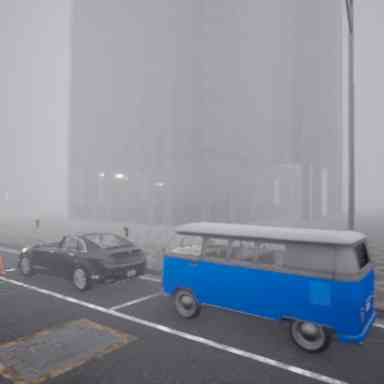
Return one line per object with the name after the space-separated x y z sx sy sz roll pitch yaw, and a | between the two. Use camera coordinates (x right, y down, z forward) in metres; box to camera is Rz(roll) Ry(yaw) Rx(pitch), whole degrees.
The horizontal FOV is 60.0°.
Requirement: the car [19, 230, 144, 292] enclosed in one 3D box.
-3.246 1.774 9.474 4.403 1.369 2.008 -1 -2 37 | car

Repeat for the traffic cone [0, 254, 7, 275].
-5.811 2.173 10.063 0.340 0.580 0.340 -1 -2 36 | traffic cone

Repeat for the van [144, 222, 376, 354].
1.197 1.515 6.193 3.998 1.788 1.690 -1 -2 37 | van
